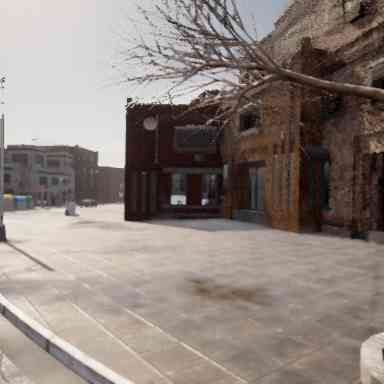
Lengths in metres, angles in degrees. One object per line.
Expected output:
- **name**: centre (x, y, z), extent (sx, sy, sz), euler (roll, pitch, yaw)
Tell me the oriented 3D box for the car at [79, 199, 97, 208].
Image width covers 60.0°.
- **car**: centre (-18.704, 1.987, 59.900), extent (1.882, 1.535, 5.008), euler (1, 0, 5)
